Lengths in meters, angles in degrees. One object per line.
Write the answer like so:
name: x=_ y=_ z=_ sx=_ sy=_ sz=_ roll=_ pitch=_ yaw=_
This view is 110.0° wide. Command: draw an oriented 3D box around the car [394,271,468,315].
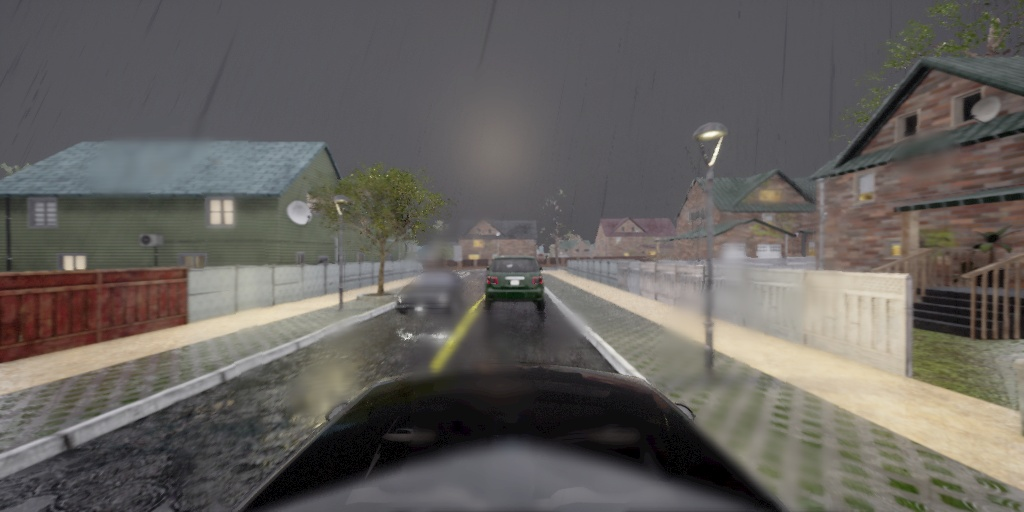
car: x=-2.851 y=1.309 z=13.889 sx=2.033 sy=1.411 sz=5.357 roll=0 pitch=0 yaw=0

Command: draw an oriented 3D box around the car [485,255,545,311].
car: x=0.097 y=0.986 z=14.759 sx=2.150 sy=2.045 sz=5.566 roll=0 pitch=0 yaw=0
